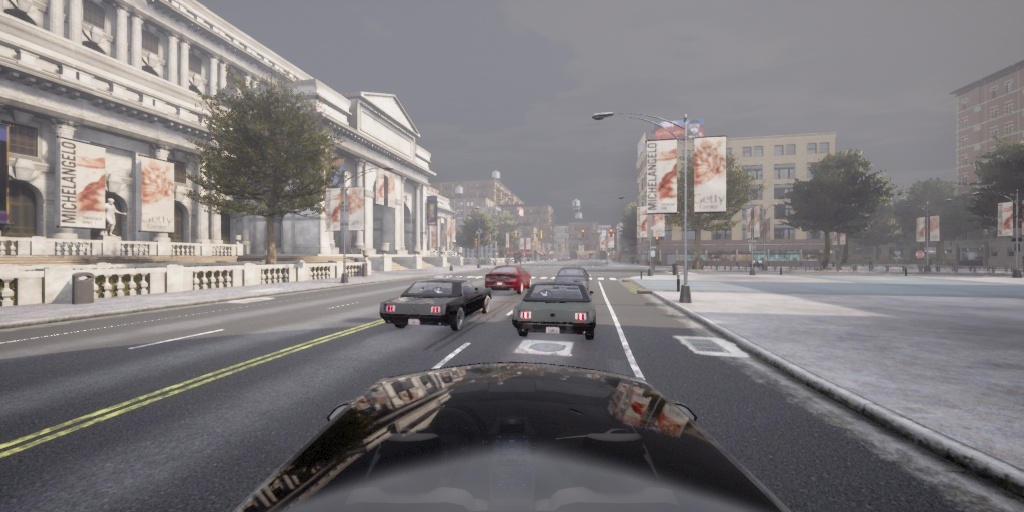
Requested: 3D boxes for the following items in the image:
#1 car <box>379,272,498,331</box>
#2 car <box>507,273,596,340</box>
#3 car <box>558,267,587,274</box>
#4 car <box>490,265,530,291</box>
[{"bbox_3d":[-2.009,1.351,11.102,1.895,1.301,4.718,0,0,11],"label":"car"},{"bbox_3d":[1.335,1.351,10.088,1.895,1.301,4.718,0,0,11],"label":"car"},{"bbox_3d":[3.279,1.297,19.436,2.033,1.411,5.357,0,0,12],"label":"car"},{"bbox_3d":[-0.114,1.228,20.251,1.882,1.535,5.008,0,0,12],"label":"car"}]
